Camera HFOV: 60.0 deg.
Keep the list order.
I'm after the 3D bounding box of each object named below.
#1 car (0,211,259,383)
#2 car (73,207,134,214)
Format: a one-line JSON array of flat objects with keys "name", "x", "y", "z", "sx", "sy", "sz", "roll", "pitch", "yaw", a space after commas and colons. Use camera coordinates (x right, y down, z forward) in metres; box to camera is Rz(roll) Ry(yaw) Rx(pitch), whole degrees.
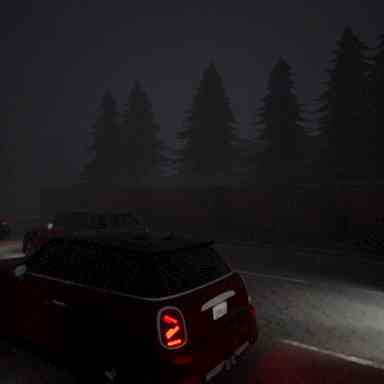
[{"name": "car", "x": -1.413, "y": 1.349, "z": 4.990, "sx": 4.553, "sy": 1.767, "sz": 2.097, "roll": 0, "pitch": 0, "yaw": 35}, {"name": "car", "x": -3.478, "y": 1.342, "z": 10.760, "sx": 4.553, "sy": 1.767, "sz": 2.097, "roll": 0, "pitch": 0, "yaw": 35}]
